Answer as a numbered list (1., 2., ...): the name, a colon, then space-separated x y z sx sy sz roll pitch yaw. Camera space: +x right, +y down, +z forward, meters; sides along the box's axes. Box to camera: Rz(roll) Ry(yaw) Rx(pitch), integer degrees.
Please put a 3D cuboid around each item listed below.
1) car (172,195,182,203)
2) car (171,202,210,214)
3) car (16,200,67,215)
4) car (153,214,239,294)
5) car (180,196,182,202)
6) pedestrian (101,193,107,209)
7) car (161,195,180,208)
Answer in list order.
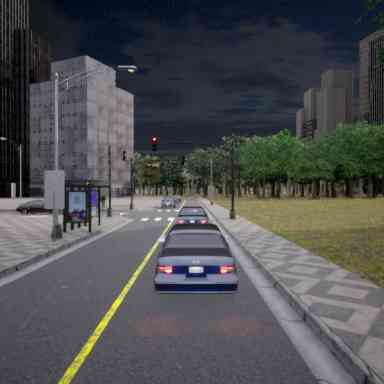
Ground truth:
1. car: -3.133 1.391 69.298 1.882 1.535 5.008 0 0 0
2. car: 0.049 1.538 19.253 2.033 1.411 5.357 0 0 1
3. car: -14.397 1.477 31.991 4.674 1.442 1.812 0 1 2
4. car: 0.080 1.545 8.918 2.033 1.411 5.357 0 0 0
5. car: -3.174 1.443 56.081 1.837 1.490 4.892 0 0 0
6. pedestrian: -10.141 1.050 38.105 0.375 1.860 0.375 0 0 1
7. car: -3.166 1.445 46.094 2.128 1.511 4.902 0 0 0
